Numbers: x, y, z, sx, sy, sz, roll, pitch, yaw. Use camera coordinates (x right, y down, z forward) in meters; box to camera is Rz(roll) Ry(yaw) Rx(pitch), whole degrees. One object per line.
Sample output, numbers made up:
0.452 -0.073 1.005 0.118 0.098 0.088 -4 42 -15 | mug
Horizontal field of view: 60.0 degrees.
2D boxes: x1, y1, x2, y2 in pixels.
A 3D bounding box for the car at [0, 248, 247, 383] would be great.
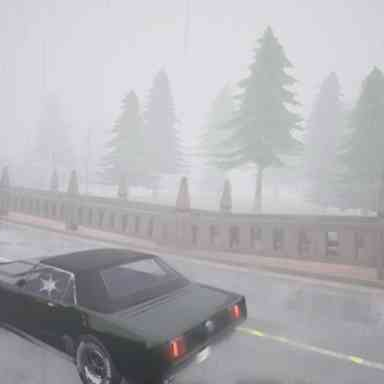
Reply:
-1.663 1.567 5.170 4.718 1.301 1.895 1 1 35 | car
